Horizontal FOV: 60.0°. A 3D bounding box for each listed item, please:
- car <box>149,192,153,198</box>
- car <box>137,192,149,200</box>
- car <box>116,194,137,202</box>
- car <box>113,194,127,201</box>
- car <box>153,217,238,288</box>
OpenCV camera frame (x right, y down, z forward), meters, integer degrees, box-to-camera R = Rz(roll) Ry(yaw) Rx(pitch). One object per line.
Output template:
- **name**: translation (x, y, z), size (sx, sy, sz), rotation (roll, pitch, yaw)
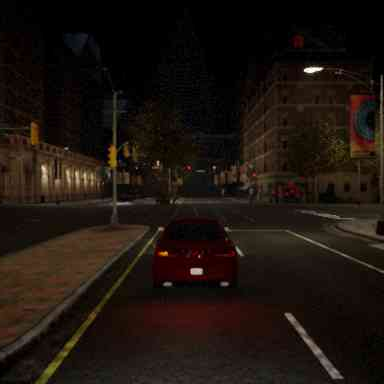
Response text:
- **car**: translation (-11.816, 0.840, 90.534), size (1.882, 1.535, 5.008), rotation (0, 0, 0)
- **car**: translation (-11.762, 1.018, 75.181), size (2.033, 1.411, 5.357), rotation (0, 0, 0)
- **car**: translation (-11.760, 1.185, 59.919), size (1.895, 1.301, 4.718), rotation (0, 0, 0)
- **car**: translation (-14.990, 1.114, 69.301), size (1.895, 1.301, 4.718), rotation (0, 0, 0)
- **car**: translation (0.052, 1.414, 9.102), size (1.882, 1.535, 5.008), rotation (0, 0, -1)
